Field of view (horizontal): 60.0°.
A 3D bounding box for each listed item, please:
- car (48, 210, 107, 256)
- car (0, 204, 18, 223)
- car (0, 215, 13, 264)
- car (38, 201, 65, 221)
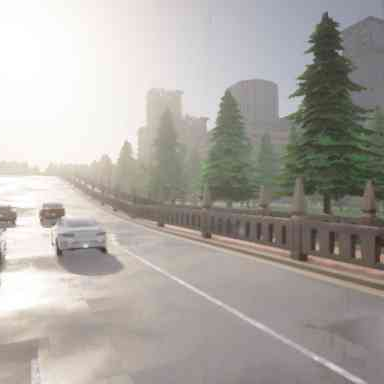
[{"bbox_3d":[-4.795,1.685,13.930,1.812,1.442,4.674,0,-1,-26],"label":"car"},{"bbox_3d":[-14.422,1.570,25.325,1.994,1.385,4.181,0,2,-26],"label":"car"},{"bbox_3d":[-7.649,1.733,11.797,1.895,1.301,4.718,0,-1,-26],"label":"car"},{"bbox_3d":[-11.636,1.474,27.592,1.882,1.535,5.008,0,2,-26],"label":"car"}]
